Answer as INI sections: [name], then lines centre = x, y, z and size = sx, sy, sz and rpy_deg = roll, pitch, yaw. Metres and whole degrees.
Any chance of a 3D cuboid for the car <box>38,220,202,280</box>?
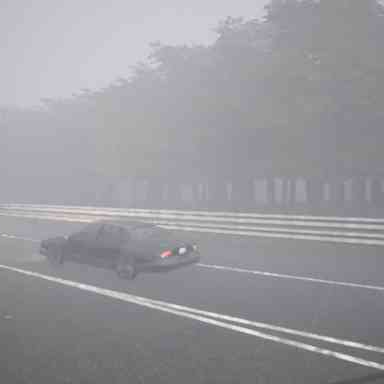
[car]
centre = -2.323, 1.552, 9.951
size = 5.357, 1.411, 2.033
rpy_deg = 0, 0, 34
